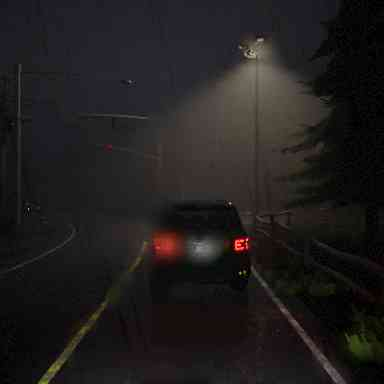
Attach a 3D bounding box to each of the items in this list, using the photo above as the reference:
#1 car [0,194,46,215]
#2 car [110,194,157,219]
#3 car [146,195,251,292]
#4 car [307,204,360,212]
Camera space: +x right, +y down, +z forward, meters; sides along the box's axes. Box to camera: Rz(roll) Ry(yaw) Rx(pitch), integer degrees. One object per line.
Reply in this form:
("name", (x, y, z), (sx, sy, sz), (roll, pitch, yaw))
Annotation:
("car", (-17.568, 1.221, 34.203), (5.566, 2.045, 2.150), (0, 0, 30))
("car", (-4.151, 1.237, 28.405), (5.566, 2.045, 2.150), (1, 1, 13))
("car", (0.010, 1.221, 9.128), (2.150, 2.045, 5.566), (0, 0, -5))
("car", (12.993, 1.627, 30.191), (4.718, 1.301, 1.895), (0, 0, 4))
